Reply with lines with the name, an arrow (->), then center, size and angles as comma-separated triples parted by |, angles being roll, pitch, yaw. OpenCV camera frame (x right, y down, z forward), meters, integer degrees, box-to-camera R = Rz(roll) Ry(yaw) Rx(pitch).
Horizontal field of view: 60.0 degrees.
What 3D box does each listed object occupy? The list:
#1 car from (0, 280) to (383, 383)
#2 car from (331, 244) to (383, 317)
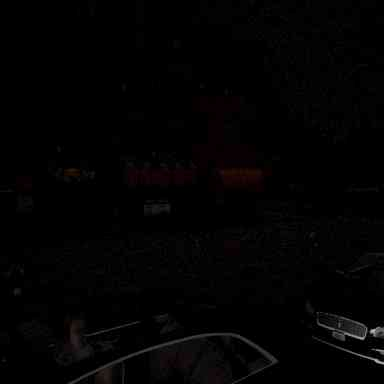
car -> -0.837, 1.550, 2.238 | 4.403, 1.369, 2.008 | 0, -2, -36
car -> 3.595, 1.548, 5.408 | 4.403, 1.369, 2.008 | 0, -2, -36
